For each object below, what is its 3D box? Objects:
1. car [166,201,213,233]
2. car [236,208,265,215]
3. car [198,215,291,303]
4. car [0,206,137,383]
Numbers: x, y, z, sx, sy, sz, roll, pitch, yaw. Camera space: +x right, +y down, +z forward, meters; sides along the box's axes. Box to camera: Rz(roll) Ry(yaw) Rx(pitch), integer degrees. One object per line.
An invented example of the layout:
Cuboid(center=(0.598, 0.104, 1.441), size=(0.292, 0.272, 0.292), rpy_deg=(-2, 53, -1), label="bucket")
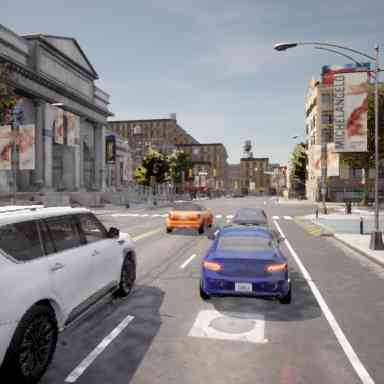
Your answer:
Cuboid(center=(-0.025, 1.353, 19.748), size=(2.097, 1.767, 4.553), rpy_deg=(0, 0, 11), label="car")
Cuboid(center=(3.091, 1.547, 17.537), size=(2.033, 1.411, 5.357), rpy_deg=(0, 0, 11), label="car")
Cuboid(center=(1.314, 1.526, 8.176), size=(1.812, 1.442, 4.674), rpy_deg=(0, 0, 10), label="car")
Cuboid(center=(-2.644, 1.223, 5.538), size=(2.150, 2.045, 5.566), rpy_deg=(0, 0, 8), label="car")
